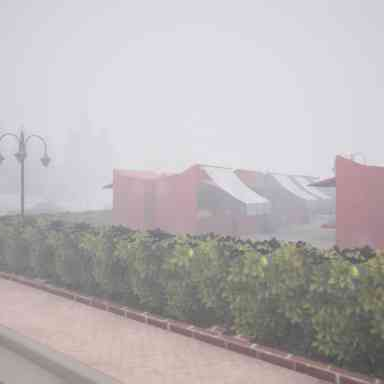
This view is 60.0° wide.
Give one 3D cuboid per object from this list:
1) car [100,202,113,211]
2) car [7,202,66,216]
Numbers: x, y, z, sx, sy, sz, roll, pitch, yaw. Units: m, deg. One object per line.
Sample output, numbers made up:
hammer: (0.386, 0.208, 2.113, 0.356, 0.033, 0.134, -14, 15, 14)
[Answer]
car: (-7.572, 1.546, 35.474, 2.128, 1.511, 4.902, 0, 0, 36)
car: (-12.968, 1.581, 28.004, 1.812, 1.442, 4.674, 0, 0, 35)
